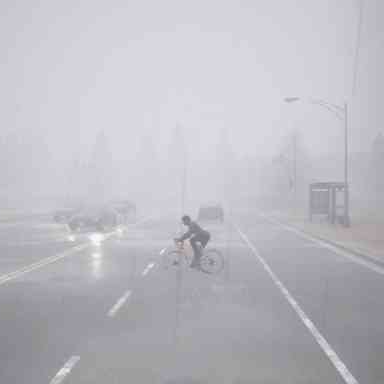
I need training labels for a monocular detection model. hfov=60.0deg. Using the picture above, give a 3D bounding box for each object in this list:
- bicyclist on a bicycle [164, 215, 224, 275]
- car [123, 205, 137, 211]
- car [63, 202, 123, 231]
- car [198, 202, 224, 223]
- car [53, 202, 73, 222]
[{"bbox_3d":[0.025,1.454,9.008,1.656,1.620,0.582,-2,0,3],"label":"bicyclist on a bicycle"},{"bbox_3d":[-5.595,1.194,26.355,2.033,1.411,5.357,0,0,3],"label":"car"},{"bbox_3d":[-5.984,1.525,20.746,1.812,1.442,4.674,0,0,4],"label":"car"},{"bbox_3d":[1.492,1.478,25.943,1.882,1.535,5.008,0,0,3],"label":"car"},{"bbox_3d":[-9.116,1.525,26.136,1.812,1.442,4.674,0,0,3],"label":"car"}]
